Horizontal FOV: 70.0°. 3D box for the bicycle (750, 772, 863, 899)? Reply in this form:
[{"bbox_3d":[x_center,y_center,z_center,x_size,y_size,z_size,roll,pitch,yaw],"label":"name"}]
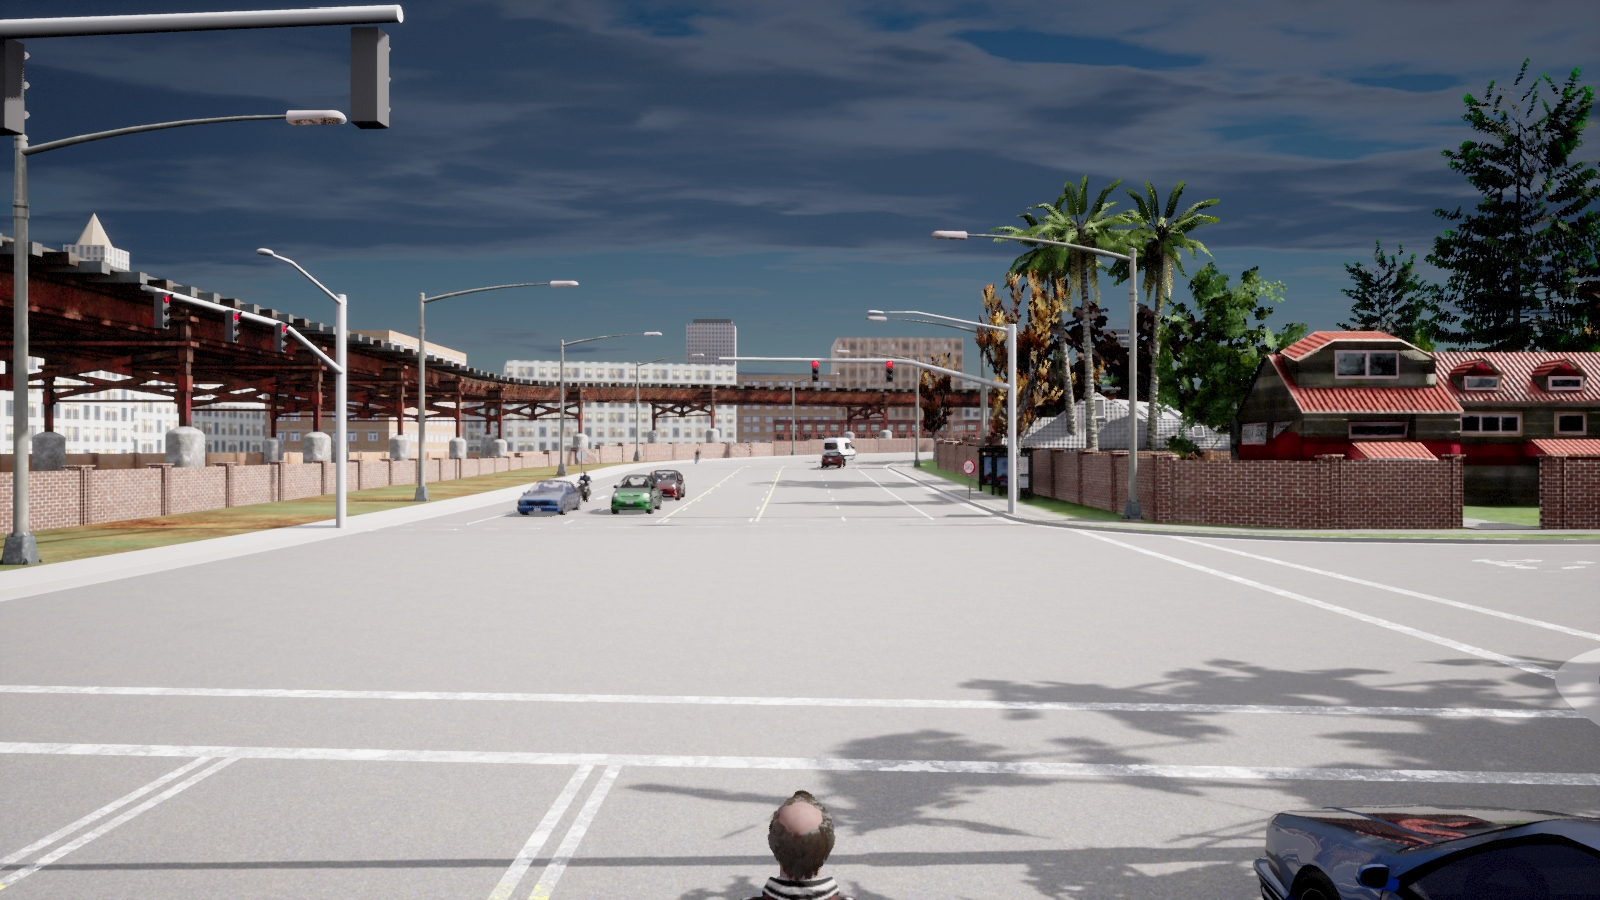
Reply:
[{"bbox_3d":[0.019,2.048,3.681,0.329,1.496,1.835,0,0,0],"label":"bicycle"}]

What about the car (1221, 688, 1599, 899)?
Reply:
[{"bbox_3d":[3.467,2.106,4.038,2.033,1.411,5.357,0,0,1],"label":"car"}]

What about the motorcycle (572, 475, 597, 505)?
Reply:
[{"bbox_3d":[-10.479,1.939,55.558,0.856,1.341,1.805,0,1,1],"label":"motorcycle"}]

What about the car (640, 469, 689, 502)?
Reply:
[{"bbox_3d":[-7.040,1.800,59.633,2.007,1.525,4.514,0,1,0],"label":"car"}]

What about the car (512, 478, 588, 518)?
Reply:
[{"bbox_3d":[-10.531,1.999,48.492,2.033,1.411,5.357,0,1,0],"label":"car"}]

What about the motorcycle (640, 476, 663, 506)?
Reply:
[{"bbox_3d":[-7.053,1.952,54.390,0.856,1.341,1.805,0,1,0],"label":"motorcycle"}]

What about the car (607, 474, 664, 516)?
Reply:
[{"bbox_3d":[-7.031,1.884,49.161,1.851,1.617,3.988,0,1,0],"label":"car"}]
